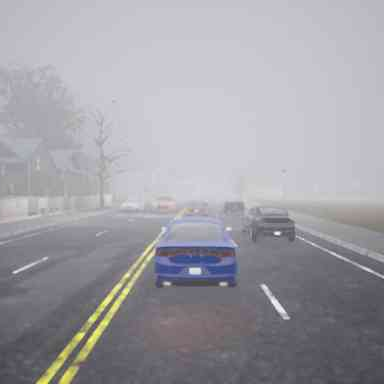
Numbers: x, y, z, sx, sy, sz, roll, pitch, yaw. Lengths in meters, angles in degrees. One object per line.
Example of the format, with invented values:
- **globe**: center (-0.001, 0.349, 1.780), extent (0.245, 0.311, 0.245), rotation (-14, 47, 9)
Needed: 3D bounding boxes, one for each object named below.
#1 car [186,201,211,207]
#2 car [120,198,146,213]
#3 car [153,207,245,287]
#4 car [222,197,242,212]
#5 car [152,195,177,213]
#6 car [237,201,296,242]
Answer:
- **car**: center (0.477, 1.378, 25.890), extent (2.033, 1.411, 5.357), rotation (0, 0, 2)
- **car**: center (-5.925, 1.314, 33.678), extent (1.812, 1.442, 4.674), rotation (0, 0, 2)
- **car**: center (0.120, 1.415, 9.174), extent (1.882, 1.535, 5.008), rotation (0, 1, 1)
- **car**: center (3.982, 1.266, 32.530), extent (1.882, 1.535, 5.008), rotation (0, 0, 2)
- **car**: center (-2.674, 1.138, 33.560), extent (2.097, 1.767, 4.553), rotation (0, 0, 2)
- **car**: center (3.509, 1.397, 15.864), extent (1.837, 1.490, 4.892), rotation (0, 0, 1)
